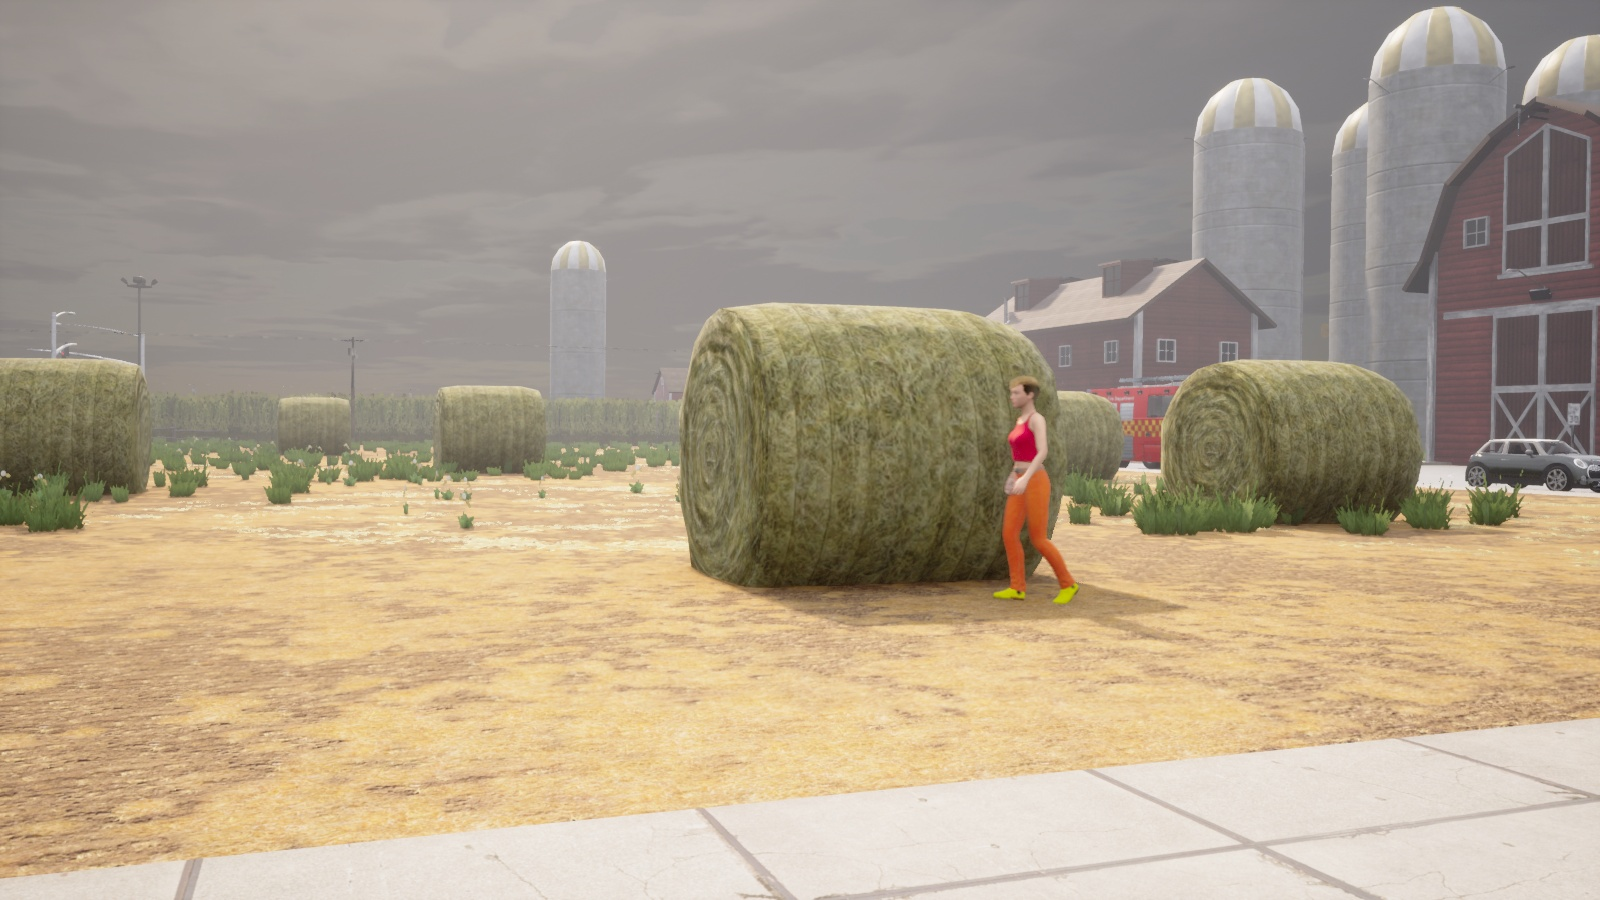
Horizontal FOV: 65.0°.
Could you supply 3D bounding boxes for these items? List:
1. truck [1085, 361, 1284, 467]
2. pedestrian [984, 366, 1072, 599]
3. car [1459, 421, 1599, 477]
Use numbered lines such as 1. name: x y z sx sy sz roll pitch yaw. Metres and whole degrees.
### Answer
1. truck: 15.082 -1.387 50.129 2.891 3.827 8.468 -2 1 -22
2. pedestrian: 1.834 0.249 10.102 0.594 1.836 0.345 -1 1 -12
3. car: 20.982 -0.067 35.478 1.970 1.475 3.806 -1 1 -22
